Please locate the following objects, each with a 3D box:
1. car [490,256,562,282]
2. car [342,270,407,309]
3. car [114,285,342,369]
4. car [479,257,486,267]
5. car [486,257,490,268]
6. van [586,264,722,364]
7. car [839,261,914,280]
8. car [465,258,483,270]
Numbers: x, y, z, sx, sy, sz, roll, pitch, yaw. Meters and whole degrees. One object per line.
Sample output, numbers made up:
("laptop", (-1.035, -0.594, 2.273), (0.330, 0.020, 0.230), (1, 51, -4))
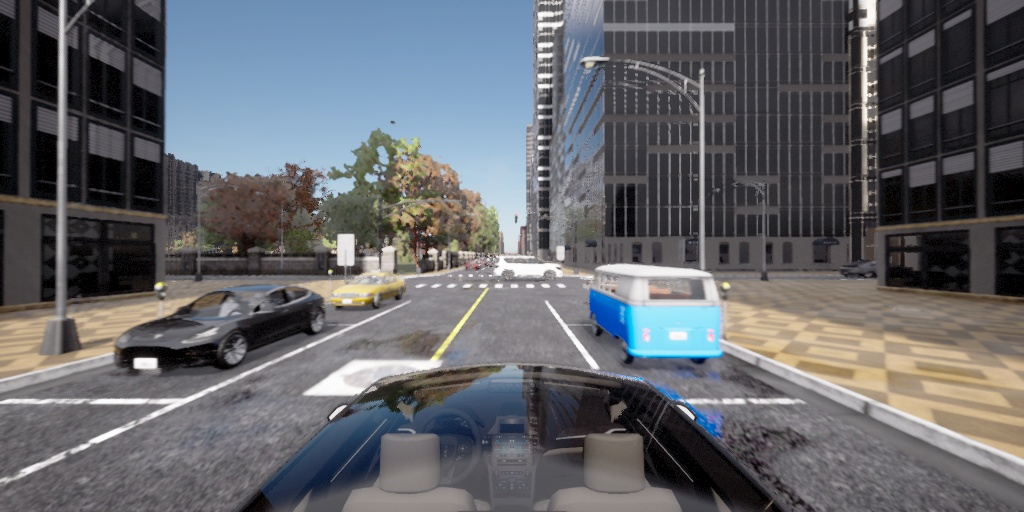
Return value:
("car", (1.280, 1.000, 29.180), (5.566, 2.045, 2.150), (0, 0, 1))
("car", (-5.820, 1.286, 15.062), (1.751, 1.417, 4.829), (0, 0, 0))
("car", (-5.772, 1.321, 7.828), (1.948, 1.339, 4.313), (0, 0, 0))
("car", (-5.691, 1.343, 57.316), (2.007, 1.370, 4.403), (0, 0, 0))
("car", (-3.021, 1.300, 64.040), (1.837, 1.490, 4.892), (0, 0, 1))
("van", (2.771, 1.095, 7.829), (1.690, 1.789, 3.998), (0, 0, 0))
("car", (29.098, 1.157, 28.600), (4.902, 1.511, 2.128), (0, 0, 1))
("car", (-5.691, 1.334, 51.633), (1.888, 1.381, 4.507), (0, 0, 0))
